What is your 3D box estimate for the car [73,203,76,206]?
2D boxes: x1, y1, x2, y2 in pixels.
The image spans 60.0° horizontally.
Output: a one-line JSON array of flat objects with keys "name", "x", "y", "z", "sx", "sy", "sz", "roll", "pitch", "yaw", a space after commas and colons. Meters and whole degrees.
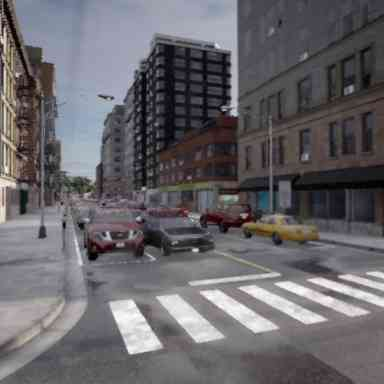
[{"name": "car", "x": -11.261, "y": 2.120, "z": 34.873, "sx": 1.802, "sy": 1.307, "sz": 4.206, "roll": 0, "pitch": -1, "yaw": -21}]

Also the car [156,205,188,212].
[{"name": "car", "x": -1.749, "y": 1.990, "z": 32.364, "sx": 1.887, "sy": 1.381, "sz": 4.507, "roll": 0, "pitch": -1, "yaw": -21}]

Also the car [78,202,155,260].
[{"name": "car", "x": -3.298, "y": 1.510, "z": 13.608, "sx": 2.192, "sy": 1.841, "sz": 5.009, "roll": 0, "pitch": -1, "yaw": -21}]

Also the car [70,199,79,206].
[{"name": "car", "x": -31.172, "y": 2.698, "z": 88.049, "sx": 2.192, "sy": 1.841, "sz": 5.009, "roll": 0, "pitch": -1, "yaw": -21}]

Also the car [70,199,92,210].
[{"name": "car", "x": -15.244, "y": 2.149, "z": 45.510, "sx": 1.967, "sy": 1.590, "sz": 4.097, "roll": 0, "pitch": -1, "yaw": -21}]

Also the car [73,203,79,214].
[{"name": "car", "x": -9.270, "y": 1.998, "z": 29.556, "sx": 1.887, "sy": 1.381, "sz": 4.507, "roll": 0, "pitch": -1, "yaw": -21}]

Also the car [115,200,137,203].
[{"name": "car", "x": -8.890, "y": 2.198, "z": 44.073, "sx": 2.033, "sy": 1.411, "sz": 5.357, "roll": 0, "pitch": -1, "yaw": -20}]

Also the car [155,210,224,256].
[{"name": "car", "x": -0.903, "y": 1.738, "z": 14.352, "sx": 2.033, "sy": 1.411, "sz": 5.357, "roll": 0, "pitch": -1, "yaw": -23}]

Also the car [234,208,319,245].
[{"name": "car", "x": 4.162, "y": 1.715, "z": 16.569, "sx": 1.752, "sy": 1.417, "sz": 4.829, "roll": 0, "pitch": -1, "yaw": -21}]

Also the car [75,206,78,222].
[{"name": "car", "x": -7.279, "y": 1.933, "z": 24.239, "sx": 1.947, "sy": 1.339, "sz": 4.313, "roll": 0, "pitch": -1, "yaw": -21}]

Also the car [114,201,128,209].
[{"name": "car", "x": -13.691, "y": 2.507, "z": 64.273, "sx": 2.008, "sy": 1.369, "sz": 4.403, "roll": 0, "pitch": -1, "yaw": -21}]

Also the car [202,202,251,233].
[{"name": "car", "x": 2.231, "y": 1.589, "z": 21.731, "sx": 2.192, "sy": 1.841, "sz": 5.009, "roll": 0, "pitch": -1, "yaw": -21}]

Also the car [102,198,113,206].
[{"name": "car", "x": -21.653, "y": 2.607, "z": 85.548, "sx": 2.192, "sy": 1.841, "sz": 5.009, "roll": 0, "pitch": -1, "yaw": -21}]

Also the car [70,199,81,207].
[{"name": "car", "x": -27.190, "y": 2.531, "z": 77.415, "sx": 2.192, "sy": 1.841, "sz": 5.009, "roll": 0, "pitch": -1, "yaw": -21}]

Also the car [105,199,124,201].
[{"name": "car", "x": -12.299, "y": 2.320, "z": 53.025, "sx": 1.812, "sy": 1.442, "sz": 4.674, "roll": 0, "pitch": -1, "yaw": -21}]

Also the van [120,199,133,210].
[{"name": "van", "x": -11.701, "y": 2.213, "z": 58.957, "sx": 1.690, "sy": 1.788, "sz": 3.998, "roll": 0, "pitch": -1, "yaw": -21}]

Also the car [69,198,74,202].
[{"name": "car", "x": -21.217, "y": 2.279, "z": 61.463, "sx": 2.192, "sy": 1.841, "sz": 5.009, "roll": 0, "pitch": -1, "yaw": -21}]

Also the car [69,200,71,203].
[{"name": "car", "x": -19.225, "y": 2.445, "z": 56.142, "sx": 1.947, "sy": 1.339, "sz": 4.313, "roll": 0, "pitch": -1, "yaw": -21}]

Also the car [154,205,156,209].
[{"name": "car", "x": -3.739, "y": 2.113, "z": 37.682, "sx": 1.802, "sy": 1.307, "sz": 4.206, "roll": 0, "pitch": -1, "yaw": -21}]

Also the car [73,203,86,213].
[{"name": "car", "x": -17.234, "y": 2.376, "z": 50.825, "sx": 1.802, "sy": 1.307, "sz": 4.206, "roll": 0, "pitch": -1, "yaw": -21}]
